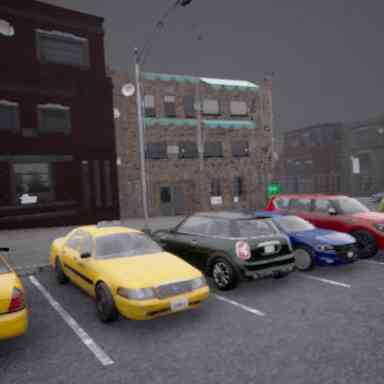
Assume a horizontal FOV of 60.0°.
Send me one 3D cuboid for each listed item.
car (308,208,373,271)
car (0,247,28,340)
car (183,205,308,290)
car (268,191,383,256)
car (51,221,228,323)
[{"bbox_3d":[2.838,1.419,11.033,2.097,1.535,5.008,-1,1,-35],"label":"car"},{"bbox_3d":[-4.360,1.478,6.121,1.946,1.575,5.366,0,0,-35],"label":"car"},{"bbox_3d":[0.554,1.327,9.360,2.185,1.767,4.553,0,0,-36],"label":"car"},{"bbox_3d":[5.251,1.109,12.713,2.435,2.045,5.566,-1,1,-35],"label":"car"},{"bbox_3d":[-1.751,1.466,7.527,1.946,1.575,5.366,0,0,-36],"label":"car"}]
